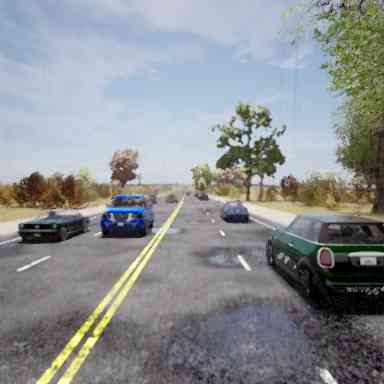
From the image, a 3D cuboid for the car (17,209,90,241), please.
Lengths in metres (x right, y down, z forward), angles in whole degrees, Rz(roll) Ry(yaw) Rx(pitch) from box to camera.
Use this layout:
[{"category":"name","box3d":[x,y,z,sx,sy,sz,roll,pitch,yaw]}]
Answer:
[{"category":"car","box3d":[-6.614,1.539,16.413,1.895,1.301,4.718,0,0,0]}]

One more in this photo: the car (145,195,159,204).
[{"category":"car","box3d":[-6.824,1.263,56.918,1.837,1.490,4.892,0,0,0]}]

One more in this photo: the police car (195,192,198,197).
[{"category":"police car","box3d":[2.614,1.115,84.955,2.038,1.542,4.974,0,0,-1]}]

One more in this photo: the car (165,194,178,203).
[{"category":"car","box3d":[-3.588,1.099,59.206,2.097,1.767,4.553,0,0,0]}]

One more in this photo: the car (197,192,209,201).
[{"category":"car","box3d":[2.778,1.148,73.945,1.882,1.535,5.008,0,0,-1]}]

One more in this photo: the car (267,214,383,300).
[{"category":"car","box3d":[3.348,1.320,8.438,2.097,1.767,4.553,0,0,0]}]

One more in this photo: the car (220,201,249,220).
[{"category":"car","box3d":[3.303,1.445,26.530,2.033,1.411,5.357,0,0,0]}]

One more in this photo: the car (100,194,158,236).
[{"category":"car","box3d":[-3.369,1.152,18.383,2.150,2.045,5.566,0,0,0]}]
